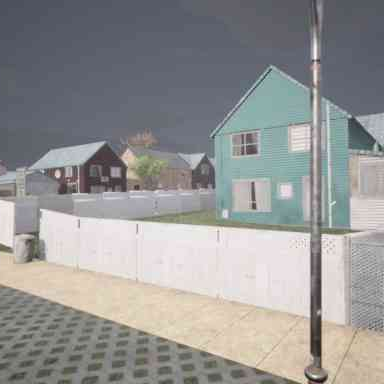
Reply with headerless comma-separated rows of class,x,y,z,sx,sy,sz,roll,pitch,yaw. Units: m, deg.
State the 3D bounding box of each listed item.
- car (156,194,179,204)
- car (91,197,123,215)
car,-1.936,0.689,36.598,1.882,1.535,5.008,-1,1,35
car,-6.185,0.953,25.418,2.128,1.511,4.902,-1,1,35
